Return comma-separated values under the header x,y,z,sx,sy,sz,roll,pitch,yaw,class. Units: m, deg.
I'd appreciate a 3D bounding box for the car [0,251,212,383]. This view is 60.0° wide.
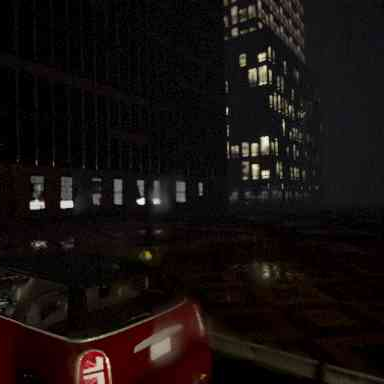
x,y,z,sx,sy,sz,roll,pitch,yaw,class
-1.864,1.481,4.185,4.097,1.590,1.967,-1,-2,36,car
